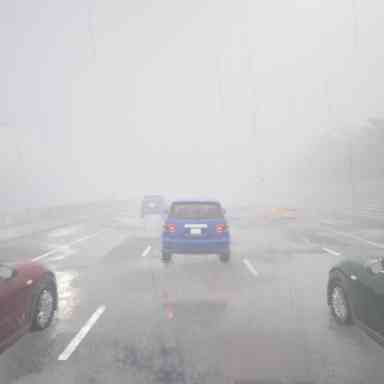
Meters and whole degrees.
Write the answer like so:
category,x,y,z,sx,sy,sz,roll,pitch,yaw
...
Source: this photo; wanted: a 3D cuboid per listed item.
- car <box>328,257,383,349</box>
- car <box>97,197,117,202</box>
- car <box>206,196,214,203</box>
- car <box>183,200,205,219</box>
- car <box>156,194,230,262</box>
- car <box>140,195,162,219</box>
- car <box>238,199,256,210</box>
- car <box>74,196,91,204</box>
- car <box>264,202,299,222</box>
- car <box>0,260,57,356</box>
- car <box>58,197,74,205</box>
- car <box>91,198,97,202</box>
category,x,y,z,sx,sy,sz,roll,pitch,yaw
car,3.503,1.354,4.201,2.097,1.767,4.553,0,0,0
car,-13.715,1.606,55.590,2.128,1.511,4.902,0,0,1
car,4.149,1.695,78.459,1.812,1.442,4.674,0,0,1
car,0.206,1.551,30.703,1.837,1.490,4.892,0,0,0
car,0.120,1.232,12.261,2.150,2.045,5.566,0,0,0
car,-3.298,1.266,30.156,2.150,2.045,5.566,0,0,0
car,7.286,1.613,44.260,1.812,1.442,4.674,0,0,1
car,-20.568,1.635,64.189,1.837,1.490,4.892,0,0,1
car,7.063,1.515,26.745,1.882,1.535,5.008,0,0,2
car,-3.395,1.354,3.969,2.097,1.767,4.553,0,0,0
car,-24.065,1.658,64.087,1.812,1.442,4.674,0,0,1
car,-17.083,1.694,63.385,1.994,1.385,4.181,0,0,1
